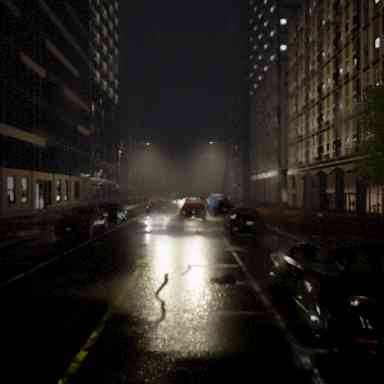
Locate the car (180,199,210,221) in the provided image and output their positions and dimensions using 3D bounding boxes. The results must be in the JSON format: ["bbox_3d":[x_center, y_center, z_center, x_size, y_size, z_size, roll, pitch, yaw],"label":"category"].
[{"bbox_3d":[0.096,1.460,25.418,1.895,1.301,4.718,0,0,0],"label":"car"}]

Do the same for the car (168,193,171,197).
[{"bbox_3d":[-5.702,1.059,80.174,2.008,1.369,4.403,0,0,0],"label":"car"}]

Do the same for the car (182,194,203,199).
[{"bbox_3d":[0.093,1.323,41.972,1.994,1.385,4.181,0,0,0],"label":"car"}]

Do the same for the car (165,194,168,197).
[{"bbox_3d":[-5.698,1.211,57.406,2.008,1.369,4.403,0,0,0],"label":"car"}]

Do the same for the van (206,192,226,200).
[{"bbox_3d":[2.687,1.145,34.627,1.690,1.788,3.998,0,0,0],"label":"van"}]

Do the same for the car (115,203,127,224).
[{"bbox_3d":[-5.692,1.437,23.250,1.947,1.339,4.313,0,0,0],"label":"car"}]

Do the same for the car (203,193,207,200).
[{"bbox_3d":[2.686,1.209,40.319,1.967,1.590,4.097,0,0,0],"label":"car"}]

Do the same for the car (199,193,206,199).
[{"bbox_3d":[2.678,0.992,86.025,1.752,1.417,4.829,0,0,0],"label":"car"}]

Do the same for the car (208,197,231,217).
[{"bbox_3d":[2.688,1.404,28.934,1.947,1.339,4.313,0,0,0],"label":"car"}]

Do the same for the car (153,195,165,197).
[{"bbox_3d":[-5.697,1.224,51.542,1.752,1.417,4.829,0,0,0],"label":"car"}]

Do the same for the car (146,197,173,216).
[{"bbox_3d":[-3.105,1.427,30.882,1.895,1.301,4.718,0,0,0],"label":"car"}]

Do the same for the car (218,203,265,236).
[{"bbox_3d":[2.689,1.469,17.550,1.947,1.339,4.313,0,0,0],"label":"car"}]

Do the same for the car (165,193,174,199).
[{"bbox_3d":[-5.703,1.034,85.867,1.947,1.339,4.313,0,0,0],"label":"car"}]

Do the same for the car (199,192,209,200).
[{"bbox_3d":[2.681,0.862,74.470,2.192,1.841,5.009,0,0,0],"label":"car"}]

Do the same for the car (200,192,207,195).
[{"bbox_3d":[2.683,0.938,63.086,2.192,1.841,5.009,0,0,0],"label":"car"}]

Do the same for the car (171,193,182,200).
[{"bbox_3d":[-3.014,1.140,72.518,1.895,1.301,4.718,0,0,0],"label":"car"}]

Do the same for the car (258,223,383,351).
[{"bbox_3d":[2.691,1.532,6.166,1.947,1.339,4.313,0,0,0],"label":"car"}]

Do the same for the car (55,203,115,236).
[{"bbox_3d":[-5.691,1.448,17.557,1.887,1.381,4.507,0,0,0],"label":"car"}]
